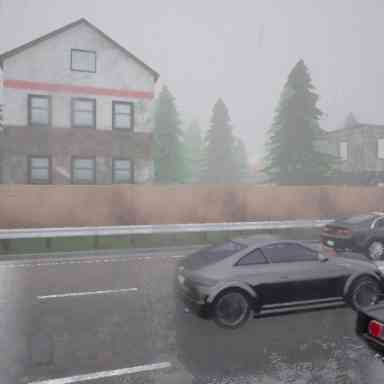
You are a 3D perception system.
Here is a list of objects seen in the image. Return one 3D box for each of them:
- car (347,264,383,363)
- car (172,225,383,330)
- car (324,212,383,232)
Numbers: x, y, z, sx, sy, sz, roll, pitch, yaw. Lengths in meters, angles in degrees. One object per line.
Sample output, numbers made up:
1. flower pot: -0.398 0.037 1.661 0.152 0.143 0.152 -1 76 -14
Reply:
1. car: 4.468 1.601 3.878 4.718 1.301 1.895 0 0 -17
2. car: 1.711 1.564 6.688 4.181 1.385 1.994 0 0 -17
3. car: 7.008 1.503 11.990 4.892 1.490 1.837 0 0 -17
